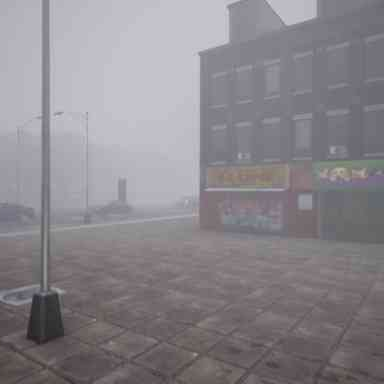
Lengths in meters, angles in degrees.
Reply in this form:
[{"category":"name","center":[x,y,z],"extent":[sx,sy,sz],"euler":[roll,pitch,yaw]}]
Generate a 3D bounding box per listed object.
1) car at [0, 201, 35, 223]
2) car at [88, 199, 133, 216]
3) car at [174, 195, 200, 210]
[{"category":"car","center":[-13.391,1.421,22.730],"extent":[1.882,1.535,5.008],"euler":[0,0,35]},{"category":"car","center":[-7.555,1.430,31.037],"extent":[1.812,1.442,4.674],"euler":[0,0,35]},{"category":"car","center":[-0.270,1.211,41.396],"extent":[2.097,1.767,4.553],"euler":[0,0,34]}]
